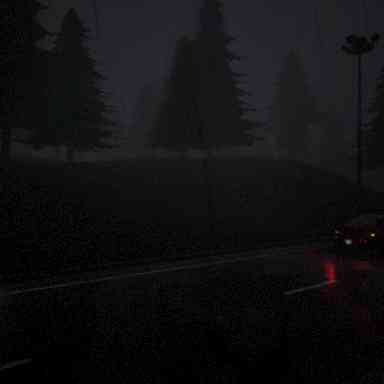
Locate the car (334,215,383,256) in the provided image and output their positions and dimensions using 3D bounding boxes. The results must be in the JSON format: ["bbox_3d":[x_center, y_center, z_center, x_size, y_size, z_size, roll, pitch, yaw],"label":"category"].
[{"bbox_3d":[7.671,1.662,13.619,4.674,1.442,1.812,0,0,-35],"label":"car"}]
